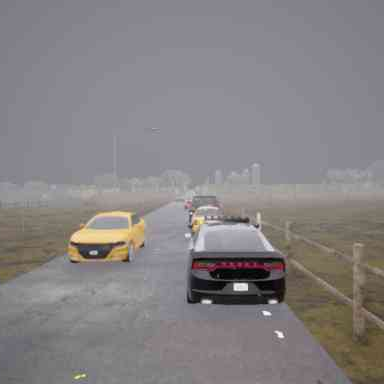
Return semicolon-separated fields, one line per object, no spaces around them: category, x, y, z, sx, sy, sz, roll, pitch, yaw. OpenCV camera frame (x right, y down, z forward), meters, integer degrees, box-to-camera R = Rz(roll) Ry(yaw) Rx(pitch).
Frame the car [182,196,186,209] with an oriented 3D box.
car;0.113;1.367;45.425;2.097;1.767;4.553;0;0;1

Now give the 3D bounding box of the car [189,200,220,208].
car;0.862;1.457;18.371;1.801;1.575;5.366;0;0;0

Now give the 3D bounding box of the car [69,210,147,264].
car;-2.827;1.478;12.074;1.882;1.535;5.008;0;0;0

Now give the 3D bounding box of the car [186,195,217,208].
car;0.875;1.228;24.212;2.150;2.045;5.566;0;0;0

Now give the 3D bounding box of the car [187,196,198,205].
car;0.119;1.543;58.431;1.812;1.442;4.674;0;0;0

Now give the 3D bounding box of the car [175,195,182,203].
car;-2.607;1.480;70.556;1.882;1.535;5.008;0;0;0

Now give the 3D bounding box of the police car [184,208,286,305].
police car;0.842;1.425;8.291;1.930;1.638;5.238;0;0;0
